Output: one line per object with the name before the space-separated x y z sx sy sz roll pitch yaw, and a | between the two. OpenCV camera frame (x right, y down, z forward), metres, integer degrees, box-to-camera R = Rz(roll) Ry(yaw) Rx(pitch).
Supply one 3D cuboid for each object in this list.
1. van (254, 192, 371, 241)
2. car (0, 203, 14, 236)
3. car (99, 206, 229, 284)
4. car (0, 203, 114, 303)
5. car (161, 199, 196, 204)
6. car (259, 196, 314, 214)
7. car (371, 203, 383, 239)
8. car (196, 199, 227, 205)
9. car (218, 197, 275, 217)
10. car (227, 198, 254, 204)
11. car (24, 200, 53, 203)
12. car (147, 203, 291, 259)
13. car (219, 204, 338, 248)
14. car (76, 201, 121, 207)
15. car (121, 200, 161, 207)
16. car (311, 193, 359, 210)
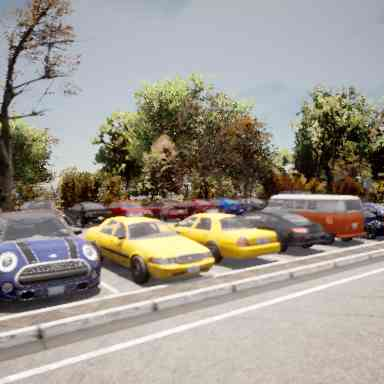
van | 5.191 1.124 14.942 1.878 1.987 4.442 -1 0 -36
car | -11.406 1.446 18.368 2.097 1.535 5.008 -1 0 -36
car | -1.520 1.418 9.757 1.946 1.575 5.366 -1 0 -36
car | -3.944 1.319 8.286 2.185 1.767 4.553 -1 0 -36
car | -2.141 1.380 25.042 2.163 1.488 4.792 -1 0 -36
car | 9.342 1.230 33.254 2.231 1.521 4.892 -1 0 -36
car | 7.574 1.356 16.471 2.163 1.488 4.792 -1 0 -36
car | 0.173 1.326 26.660 2.097 1.535 5.008 -1 0 -36
car | 4.762 1.280 29.952 2.231 1.521 4.892 -1 0 -36
car | 2.468 1.303 28.305 2.097 1.535 5.008 -1 0 -36
car | -9.128 1.297 20.034 2.185 1.767 4.553 -1 0 -36
car | 0.560 1.395 11.706 1.946 1.575 5.366 -1 0 -36
car | 2.966 1.414 13.200 2.002 1.452 4.674 -1 0 -36
car | -6.812 1.398 21.651 2.097 1.535 5.008 -1 0 -36
car | -4.523 1.375 23.304 2.097 1.535 5.008 -1 0 -36
car | 16.272 1.013 38.139 2.185 1.767 4.553 0 0 -36
